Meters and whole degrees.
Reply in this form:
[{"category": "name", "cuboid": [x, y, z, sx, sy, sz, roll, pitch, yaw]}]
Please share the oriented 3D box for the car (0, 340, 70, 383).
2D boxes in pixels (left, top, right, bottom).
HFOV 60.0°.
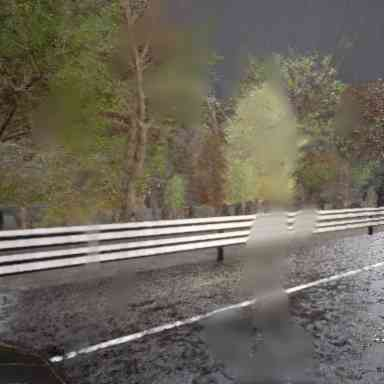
[{"category": "car", "cuboid": [-2.877, 1.462, 1.146, 4.902, 1.511, 2.128, 0, 1, -38]}]
